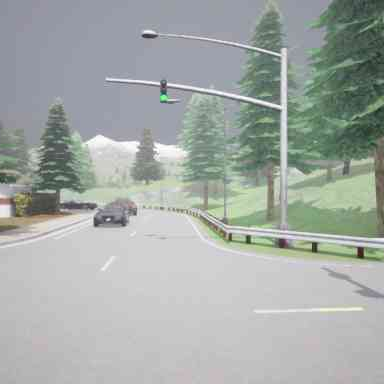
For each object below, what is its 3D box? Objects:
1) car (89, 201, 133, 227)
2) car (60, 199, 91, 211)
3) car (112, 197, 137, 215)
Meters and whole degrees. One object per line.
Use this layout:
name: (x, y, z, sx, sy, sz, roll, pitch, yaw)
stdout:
car: (-5.367, 1.529, 22.590, 1.994, 1.385, 4.181, 0, 0, -5)
car: (-13.734, 1.546, 39.682, 4.718, 1.301, 1.895, 0, 0, 11)
car: (-6.742, 1.304, 32.319, 2.097, 1.767, 4.553, 0, 0, -22)
